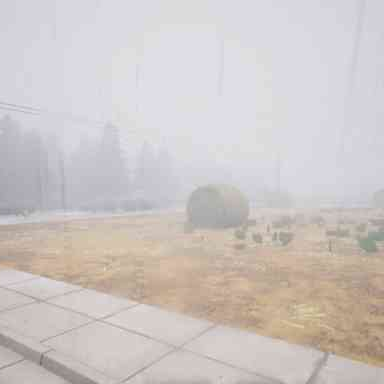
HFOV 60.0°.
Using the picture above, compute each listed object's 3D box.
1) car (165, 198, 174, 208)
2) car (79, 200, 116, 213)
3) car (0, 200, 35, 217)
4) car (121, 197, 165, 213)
[{"bbox_3d":[-4.516,1.531,46.030,1.837,1.490,4.892,0,0,36],"label":"car"},{"bbox_3d":[-10.674,1.591,37.750,1.994,1.385,4.181,0,0,36],"label":"car"},{"bbox_3d":[-16.622,1.518,29.726,2.128,1.511,4.902,0,0,37],"label":"car"},{"bbox_3d":[-5.841,1.518,38.053,2.128,1.511,4.902,0,0,37],"label":"car"}]
